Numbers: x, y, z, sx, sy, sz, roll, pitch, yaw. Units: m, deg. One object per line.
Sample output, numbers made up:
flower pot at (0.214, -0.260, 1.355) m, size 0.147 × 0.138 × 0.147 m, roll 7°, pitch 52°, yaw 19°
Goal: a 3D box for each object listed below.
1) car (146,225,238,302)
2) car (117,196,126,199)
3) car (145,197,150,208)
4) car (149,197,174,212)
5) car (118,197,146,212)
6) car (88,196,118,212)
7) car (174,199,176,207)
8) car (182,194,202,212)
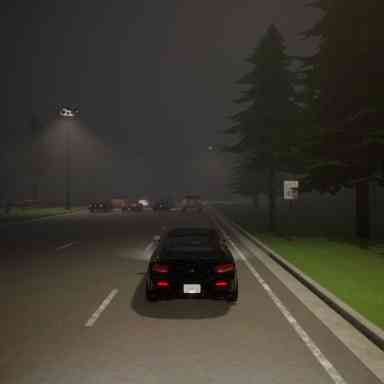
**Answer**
car at (0.002, 1.526, 8.124) m, size 1.812 × 1.442 × 4.674 m, roll 0°, pitch 0°, yaw 0°
car at (-10.491, 1.352, 49.129) m, size 2.097 × 1.767 × 4.553 m, roll 0°, pitch 0°, yaw 0°
car at (-6.991, 1.526, 49.158) m, size 1.812 × 1.442 × 4.674 m, roll 0°, pitch 0°, yaw 0°
car at (-3.493, 1.564, 39.154) m, size 1.994 × 1.385 × 4.181 m, roll 0°, pitch 0°, yaw 0°
car at (-6.993, 1.601, 39.185) m, size 1.895 × 1.301 × 4.718 m, roll 0°, pitch 0°, yaw 0°
car at (-10.493, 1.547, 38.739) m, size 2.033 × 1.411 × 5.357 m, roll 0°, pitch 0°, yaw 0°
car at (-3.491, 1.478, 49.157) m, size 1.882 × 1.535 × 5.008 m, roll 0°, pitch 0°, yaw 0°
car at (0.007, 1.221, 38.767) m, size 2.150 × 2.045 × 5.566 m, roll 0°, pitch 0°, yaw 0°
